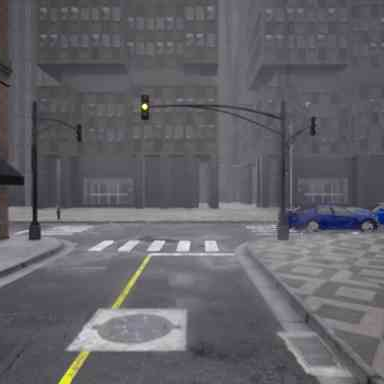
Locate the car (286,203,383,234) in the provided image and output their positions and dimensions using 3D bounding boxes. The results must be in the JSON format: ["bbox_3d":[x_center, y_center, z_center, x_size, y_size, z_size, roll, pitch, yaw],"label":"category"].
[{"bbox_3d":[7.620,1.438,18.305,5.008,1.535,1.882,0,-1,-5],"label":"car"}]

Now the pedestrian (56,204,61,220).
[{"bbox_3d":[-9.854,1.499,24.603,0.500,1.100,0.500,0,0,1],"label":"pedestrian"}]
